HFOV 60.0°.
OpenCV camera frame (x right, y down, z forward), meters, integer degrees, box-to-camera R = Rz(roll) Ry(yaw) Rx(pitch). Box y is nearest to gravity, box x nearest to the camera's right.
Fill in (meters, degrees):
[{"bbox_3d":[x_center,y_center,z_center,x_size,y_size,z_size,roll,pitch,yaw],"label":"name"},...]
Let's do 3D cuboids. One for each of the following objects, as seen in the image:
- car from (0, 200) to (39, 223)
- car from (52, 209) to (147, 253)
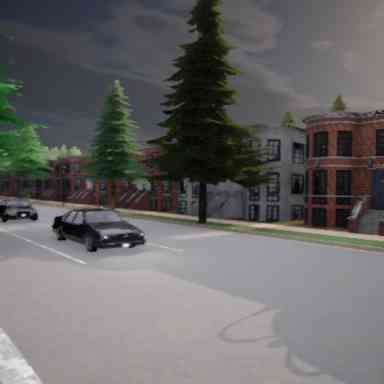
[{"bbox_3d":[-11.704,1.210,22.003,1.994,1.385,4.181,1,0,-42],"label":"car"},{"bbox_3d":[-3.941,1.386,13.342,2.033,1.411,5.357,1,0,-40],"label":"car"}]
